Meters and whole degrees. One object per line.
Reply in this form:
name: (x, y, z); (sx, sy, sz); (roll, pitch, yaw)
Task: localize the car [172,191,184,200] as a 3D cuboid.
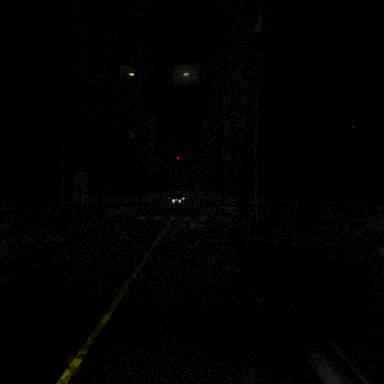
car: (-3.000, 0.807, 66.034); (2.033, 1.411, 5.357); (0, 1, 0)

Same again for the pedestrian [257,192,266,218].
pedestrian: (4.852, 0.882, 23.584); (0.375, 1.860, 0.375); (0, 1, 0)

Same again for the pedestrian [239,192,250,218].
pedestrian: (3.605, 0.882, 22.985); (0.375, 1.860, 0.375); (0, 1, 0)

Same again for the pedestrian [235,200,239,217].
pedestrian: (3.423, 1.149, 24.189); (0.375, 1.300, 0.375); (0, 1, 0)

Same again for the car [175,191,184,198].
car: (-3.000, 0.565, 81.515); (1.882, 1.535, 5.008); (0, 1, 0)
